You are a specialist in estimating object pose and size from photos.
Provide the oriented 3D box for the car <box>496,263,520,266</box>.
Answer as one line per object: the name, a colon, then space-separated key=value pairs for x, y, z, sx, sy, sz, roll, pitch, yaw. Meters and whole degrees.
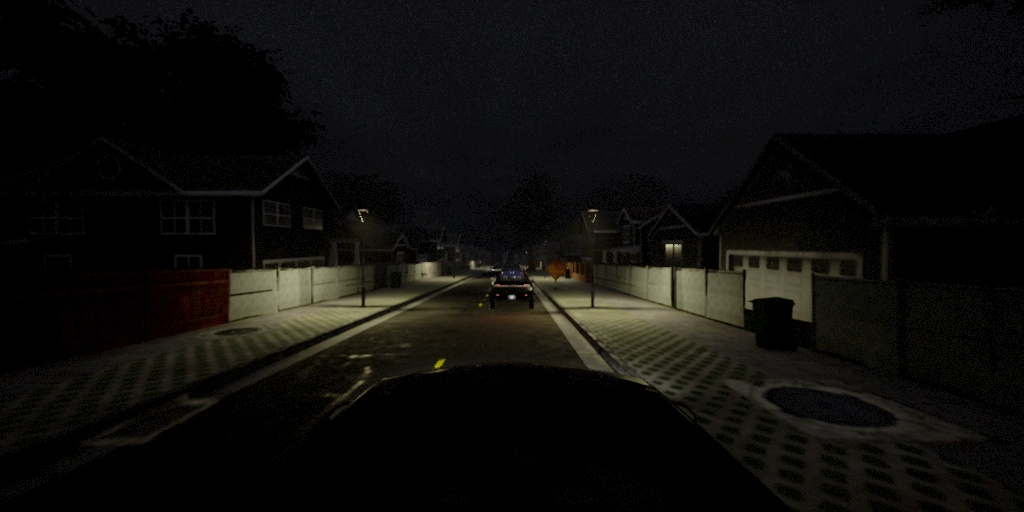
car: x=0.003 y=1.397 z=30.927 sx=2.097 sy=1.767 sz=4.553 roll=0 pitch=-1 yaw=0

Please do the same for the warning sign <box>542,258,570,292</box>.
warning sign: x=2.517 y=1.055 z=20.812 sx=1.300 sy=1.860 sz=1.060 roll=0 pitch=0 yaw=0

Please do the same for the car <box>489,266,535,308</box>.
car: x=0.003 y=1.384 z=16.149 sx=2.128 sy=1.511 sz=4.902 roll=0 pitch=0 yaw=0
